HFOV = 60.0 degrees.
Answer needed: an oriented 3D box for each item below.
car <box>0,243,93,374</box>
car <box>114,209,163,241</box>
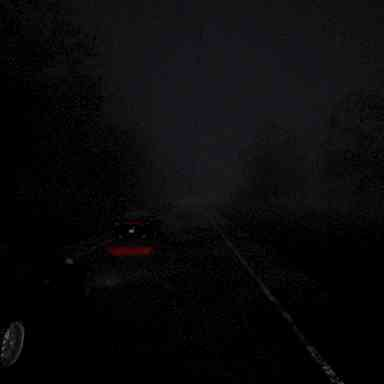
[{"bbox_3d":[-3.157,1.588,5.584,1.812,1.442,4.674,0,-1,1],"label":"car"},{"bbox_3d":[-2.717,1.675,17.903,1.882,1.535,5.008,0,0,2],"label":"car"}]
